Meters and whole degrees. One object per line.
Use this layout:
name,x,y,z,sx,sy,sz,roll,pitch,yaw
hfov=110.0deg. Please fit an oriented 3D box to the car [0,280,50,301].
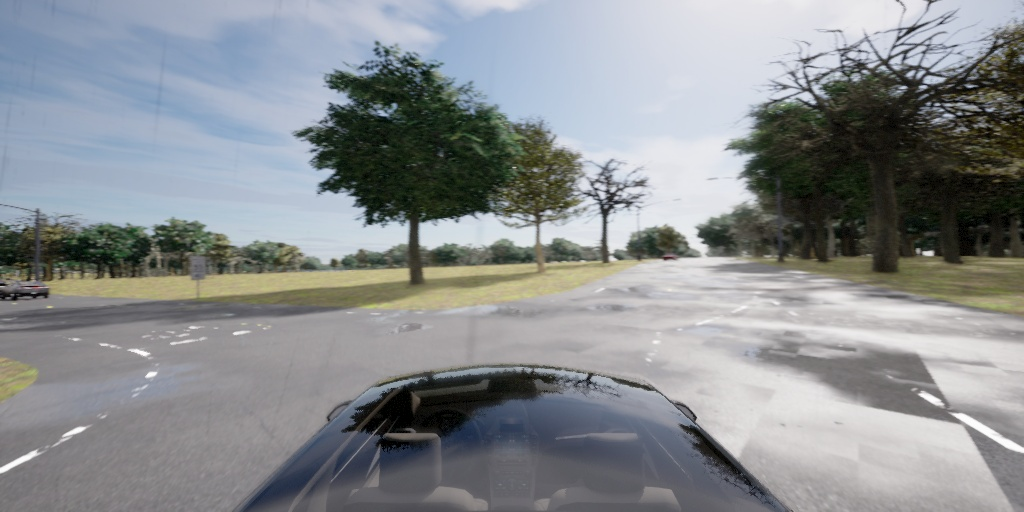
car,-39.962,2.791,29.439,4.902,1.511,2.128,-2,-2,26

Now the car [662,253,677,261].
car,26.169,0.205,59.586,1.895,1.301,4.718,-2,0,30
